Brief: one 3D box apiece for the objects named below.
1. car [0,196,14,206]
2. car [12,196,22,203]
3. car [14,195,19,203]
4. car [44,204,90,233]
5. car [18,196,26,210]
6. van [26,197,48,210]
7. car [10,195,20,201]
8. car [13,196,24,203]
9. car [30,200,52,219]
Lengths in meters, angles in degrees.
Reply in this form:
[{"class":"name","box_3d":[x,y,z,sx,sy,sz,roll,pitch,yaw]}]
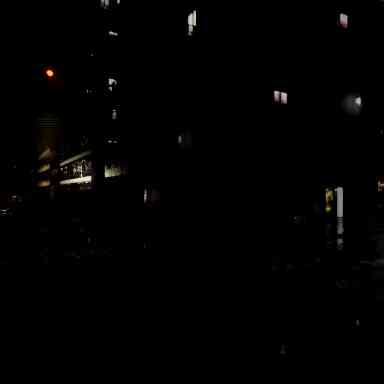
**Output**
[{"class":"car","box_3d":[-29.707,1.469,52.987,1.882,1.535,5.008,1,0,-30]},{"class":"car","box_3d":[-38.243,1.542,72.636,1.887,1.381,4.507,1,0,-30]},{"class":"car","box_3d":[-27.018,1.570,53.474,2.008,1.369,4.403,1,0,-30]},{"class":"car","box_3d":[-7.375,1.608,19.939,1.947,1.339,4.313,1,0,-30]},{"class":"car","box_3d":[-21.404,1.467,43.892,1.967,1.590,4.097,1,0,-30]},{"class":"van","box_3d":[-15.790,1.375,34.312,1.690,1.788,3.998,1,0,-30]},{"class":"car","box_3d":[-43.855,1.536,82.217,2.008,1.369,4.403,1,0,-30]},{"class":"car","box_3d":[-35.436,1.548,67.845,1.887,1.381,4.507,1,0,-30]},{"class":"car","box_3d":[-12.987,1.619,29.520,1.802,1.307,4.206,1,0,-30]}]
